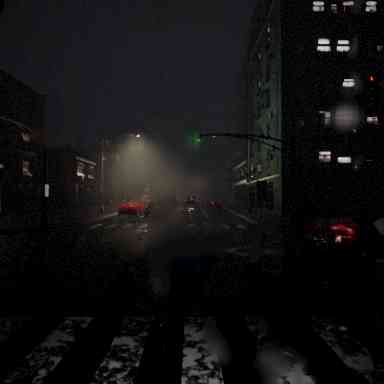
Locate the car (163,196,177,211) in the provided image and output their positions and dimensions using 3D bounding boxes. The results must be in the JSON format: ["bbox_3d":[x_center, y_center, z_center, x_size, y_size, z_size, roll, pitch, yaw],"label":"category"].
[{"bbox_3d":[-3.185,1.488,41.267,1.882,1.535,5.008,0,0,0],"label":"car"}]

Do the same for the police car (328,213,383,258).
[{"bbox_3d":[7.602,1.434,11.805,4.974,1.542,2.038,-1,-1,0],"label":"police car"}]

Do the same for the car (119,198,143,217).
[{"bbox_3d":[-5.830,1.553,31.907,1.887,1.381,4.507,1,0,0],"label":"car"}]

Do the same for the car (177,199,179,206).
[{"bbox_3d":[-3.208,1.512,54.457,1.837,1.490,4.892,0,2,0],"label":"car"}]

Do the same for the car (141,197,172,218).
[{"bbox_3d":[-3.164,1.512,30.414,1.837,1.490,4.892,0,0,0],"label":"car"}]

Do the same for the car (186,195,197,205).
[{"bbox_3d":[-0.143,1.562,59.591,2.033,1.411,5.357,0,0,0],"label":"car"}]

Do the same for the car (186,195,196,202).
[{"bbox_3d":[-0.169,1.390,70.017,2.033,1.411,5.357,0,0,0],"label":"car"}]

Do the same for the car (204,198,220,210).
[{"bbox_3d":[2.601,1.450,43.357,1.967,1.590,4.097,1,0,0],"label":"car"}]

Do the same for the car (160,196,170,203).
[{"bbox_3d":[-5.850,1.601,71.709,1.802,1.307,4.206,1,0,0],"label":"car"}]
